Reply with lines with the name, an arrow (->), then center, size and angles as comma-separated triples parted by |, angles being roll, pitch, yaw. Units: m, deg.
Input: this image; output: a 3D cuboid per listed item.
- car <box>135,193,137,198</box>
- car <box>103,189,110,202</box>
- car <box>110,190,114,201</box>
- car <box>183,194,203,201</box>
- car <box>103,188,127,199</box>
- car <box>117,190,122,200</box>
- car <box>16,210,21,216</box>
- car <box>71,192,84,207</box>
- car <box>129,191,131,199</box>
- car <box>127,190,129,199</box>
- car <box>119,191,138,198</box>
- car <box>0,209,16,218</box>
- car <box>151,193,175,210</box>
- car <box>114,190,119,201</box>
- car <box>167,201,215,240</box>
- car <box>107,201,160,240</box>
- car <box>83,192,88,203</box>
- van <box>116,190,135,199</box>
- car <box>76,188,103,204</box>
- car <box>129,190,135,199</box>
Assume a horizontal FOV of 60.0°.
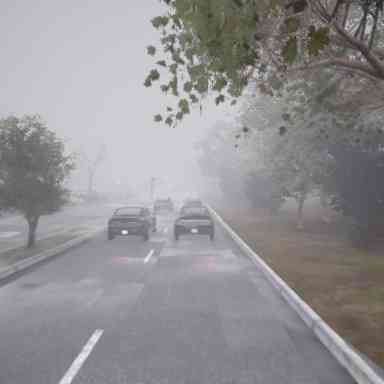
car -> -16.681, 0.618, 80.214 | 5.566, 2.045, 2.435 | -1, 0, -20
car -> -16.745, 0.882, 56.181 | 4.553, 1.767, 2.185 | -1, 1, -20
car -> -16.804, 0.862, 59.167 | 4.553, 1.767, 2.185 | -1, 0, -20
car -> 0.118, 1.244, 34.844 | 1.837, 1.490, 4.892 | 0, 1, 0
car -> -16.788, 0.682, 68.164 | 5.566, 2.045, 2.435 | -1, 1, -20
car -> -16.789, 0.979, 65.162 | 4.792, 1.488, 2.163 | -1, 1, -20
car -> -16.798, 1.308, 29.168 | 5.008, 1.535, 2.097 | -1, 1, -20
car -> -16.617, 1.147, 41.239 | 5.366, 1.575, 1.946 | -1, 0, -20
car -> -16.736, 0.941, 74.183 | 4.674, 1.452, 2.002 | -1, 1, -20
car -> -16.926, 0.916, 71.115 | 5.366, 1.575, 1.946 | -1, 1, -20
car -> -16.588, 0.712, 86.228 | 4.553, 1.767, 2.185 | -1, 1, -19
car -> -16.811, 1.386, 26.168 | 4.674, 1.452, 2.002 | -1, 0, -20
car -> -2.882, 1.232, 34.755 | 2.128, 1.511, 4.902 | 0, 1, 0
car -> -16.774, 0.969, 62.178 | 4.892, 1.521, 2.231 | -1, 0, -20
car -> 0.109, 1.439, 16.764 | 2.128, 1.511, 4.902 | 0, 0, 0
car -> -2.891, 1.453, 16.714 | 1.837, 1.490, 4.892 | 0, 0, 0
car -> -16.961, 1.120, 44.105 | 5.366, 1.575, 1.946 | -1, 1, -20
van -> -16.564, 0.626, 83.250 | 4.442, 1.987, 1.878 | -1, 0, -19
car -> -16.808, 0.808, 50.153 | 5.566, 2.045, 2.435 | -1, 1, -20
car -> -16.755, 0.634, 77.177 | 5.566, 2.045, 2.435 | -1, 1, -20
